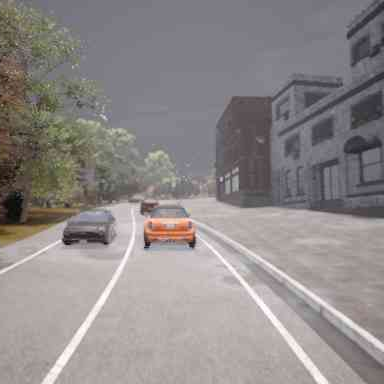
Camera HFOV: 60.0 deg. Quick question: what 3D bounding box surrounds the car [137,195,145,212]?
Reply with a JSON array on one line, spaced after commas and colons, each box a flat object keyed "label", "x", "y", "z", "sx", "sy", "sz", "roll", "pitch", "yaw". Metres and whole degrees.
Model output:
[{"label": "car", "x": -4.301, "y": 1.407, "z": 34.015, "sx": 1.882, "sy": 1.535, "sz": 5.008, "roll": 1, "pitch": 0, "yaw": -10}]

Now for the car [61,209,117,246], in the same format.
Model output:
[{"label": "car", "x": -4.545, "y": 1.526, "z": 15.502, "sx": 2.033, "sy": 1.411, "sz": 5.357, "roll": 0, "pitch": 0, "yaw": -8}]

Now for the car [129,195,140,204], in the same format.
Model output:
[{"label": "car", "x": -9.515, "y": 1.243, "z": 57.840, "sx": 1.882, "sy": 1.535, "sz": 5.008, "roll": -1, "pitch": 0, "yaw": 5}]

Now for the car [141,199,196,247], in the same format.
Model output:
[{"label": "car", "x": -1.108, "y": 1.360, "z": 15.159, "sx": 2.097, "sy": 1.767, "sz": 4.553, "roll": 0, "pitch": 0, "yaw": -7}]
